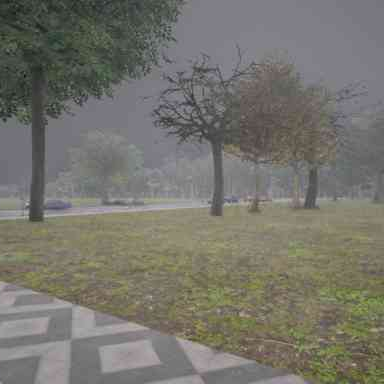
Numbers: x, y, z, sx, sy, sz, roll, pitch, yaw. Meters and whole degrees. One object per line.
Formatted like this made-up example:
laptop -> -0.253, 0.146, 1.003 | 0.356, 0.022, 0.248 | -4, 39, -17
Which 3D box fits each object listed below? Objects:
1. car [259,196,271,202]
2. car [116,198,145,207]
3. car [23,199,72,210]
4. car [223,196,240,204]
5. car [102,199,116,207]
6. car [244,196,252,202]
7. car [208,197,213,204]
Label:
car -> 17.280, 1.672, 78.852 | 1.994, 1.385, 4.181 | -1, -1, 35
car -> -9.348, 1.658, 52.673 | 1.994, 1.385, 4.181 | -1, 0, 36
car -> -17.556, 1.621, 41.137 | 2.033, 1.411, 5.357 | -1, -1, 35
car -> 7.581, 1.575, 65.003 | 1.837, 1.490, 4.892 | -1, -1, 35
car -> -12.287, 1.730, 54.153 | 1.895, 1.301, 4.718 | -1, 0, 36
car -> 14.027, 1.676, 79.882 | 1.812, 1.442, 4.674 | -1, -1, 35
car -> 4.923, 1.669, 66.874 | 1.994, 1.385, 4.181 | -1, -1, 35
